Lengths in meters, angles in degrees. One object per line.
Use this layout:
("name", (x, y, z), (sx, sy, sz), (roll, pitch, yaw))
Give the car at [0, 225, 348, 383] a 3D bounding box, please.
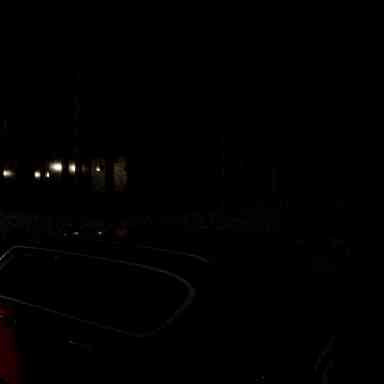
("car", (-1.004, 1.315, 3.682), (5.009, 1.841, 2.192), (0, 0, 35))
